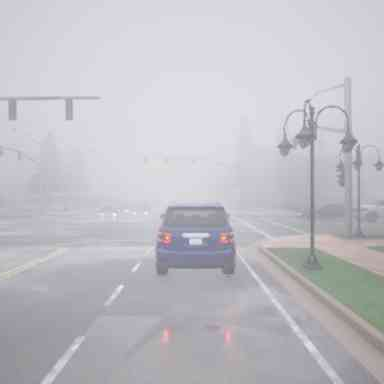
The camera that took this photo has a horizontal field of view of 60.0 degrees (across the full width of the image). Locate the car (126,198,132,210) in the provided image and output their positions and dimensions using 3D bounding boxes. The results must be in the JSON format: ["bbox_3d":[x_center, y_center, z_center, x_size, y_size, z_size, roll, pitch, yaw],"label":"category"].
[{"bbox_3d":[-10.518,2.056,52.561,1.994,1.385,4.181,0,-1,1],"label":"car"}]

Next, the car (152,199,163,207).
[{"bbox_3d":[-6.932,2.132,67.066,1.837,1.490,4.892,0,-1,0],"label":"car"}]

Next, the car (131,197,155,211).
[{"bbox_3d":[-7.025,1.927,48.002,1.882,1.535,5.008,0,-1,0],"label":"car"}]

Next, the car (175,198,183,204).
[{"bbox_3d":[-3.395,2.292,87.132,1.882,1.535,5.008,0,-1,0],"label":"car"}]

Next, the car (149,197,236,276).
[{"bbox_3d":[0.103,1.325,10.826,2.150,2.045,5.566,0,0,0],"label":"car"}]

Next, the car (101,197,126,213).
[{"bbox_3d":[-10.539,1.763,43.933,2.097,1.767,4.553,0,-1,0],"label":"car"}]

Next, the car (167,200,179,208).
[{"bbox_3d":[-3.326,2.165,60.299,1.895,1.301,4.718,0,-1,0],"label":"car"}]

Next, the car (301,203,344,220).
[{"bbox_3d":[12.779,1.798,31.287,4.892,1.490,1.837,0,-1,-1],"label":"car"}]

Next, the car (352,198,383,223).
[{"bbox_3d":[16.222,1.482,27.808,5.566,2.045,2.150,0,-1,-1],"label":"car"}]

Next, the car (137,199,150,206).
[{"bbox_3d":[-10.414,2.211,71.795,2.033,1.411,5.357,0,-1,0],"label":"car"}]

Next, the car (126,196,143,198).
[{"bbox_3d":[-10.482,2.051,61.335,1.882,1.535,5.008,0,-1,0],"label":"car"}]
